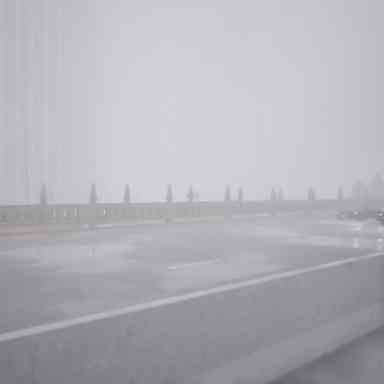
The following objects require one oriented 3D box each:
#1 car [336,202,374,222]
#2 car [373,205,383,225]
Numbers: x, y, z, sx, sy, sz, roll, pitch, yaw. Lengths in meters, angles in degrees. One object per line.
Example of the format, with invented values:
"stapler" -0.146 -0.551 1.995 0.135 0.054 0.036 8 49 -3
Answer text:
"car" 13.374 1.555 26.431 4.674 1.442 1.812 0 0 -35
"car" 15.004 1.629 23.296 4.718 1.301 1.895 0 0 -35
